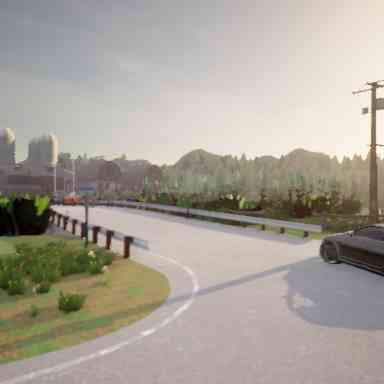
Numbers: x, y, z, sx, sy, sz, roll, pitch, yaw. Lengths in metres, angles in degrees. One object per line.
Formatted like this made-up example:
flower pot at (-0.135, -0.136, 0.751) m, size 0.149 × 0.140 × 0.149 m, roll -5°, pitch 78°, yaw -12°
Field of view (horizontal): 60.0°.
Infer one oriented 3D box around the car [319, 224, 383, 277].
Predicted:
car at (5.481, 1.570, 9.363) m, size 1.994 × 1.385 × 4.181 m, roll 0°, pitch 0°, yaw -12°

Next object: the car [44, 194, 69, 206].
car at (-18.915, 1.187, 46.352) m, size 2.128 × 1.511 × 4.902 m, roll 0°, pitch -3°, yaw -36°

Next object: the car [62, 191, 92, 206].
car at (-13.206, 0.718, 38.430) m, size 2.097 × 1.767 × 4.553 m, roll 0°, pitch -1°, yaw -35°
